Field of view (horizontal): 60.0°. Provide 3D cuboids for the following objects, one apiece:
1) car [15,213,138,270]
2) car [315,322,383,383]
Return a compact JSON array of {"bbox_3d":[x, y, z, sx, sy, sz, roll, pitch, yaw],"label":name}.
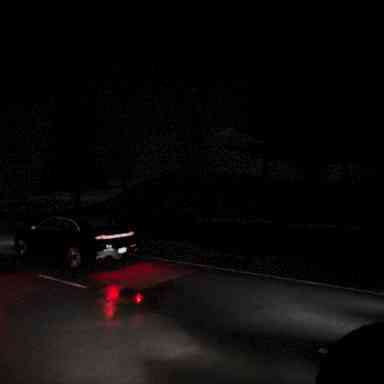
[{"bbox_3d":[-3.989,1.467,11.036,4.902,1.511,2.128,0,0,35],"label":"car"},{"bbox_3d":[3.208,1.490,1.715,4.902,1.511,2.128,-1,0,35],"label":"car"}]
